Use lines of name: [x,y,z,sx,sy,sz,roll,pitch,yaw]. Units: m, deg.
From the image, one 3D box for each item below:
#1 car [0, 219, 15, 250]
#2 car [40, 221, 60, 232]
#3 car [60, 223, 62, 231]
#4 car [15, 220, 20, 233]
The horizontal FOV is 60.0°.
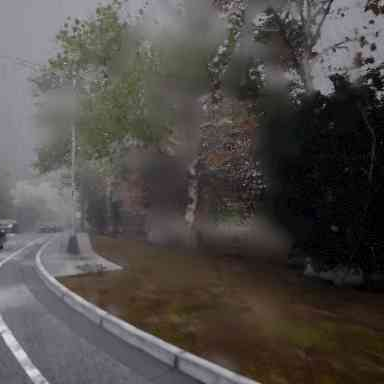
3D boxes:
car: [-9.304,1.968,14.125,2.033,1.411,5.357,1,-3,-19]
car: [-20.325,5.007,47.184,1.895,1.301,4.718,1,-6,-18]
car: [-23.427,5.755,56.679,2.097,1.767,4.553,0,-6,-17]
car: [-20.784,3.794,37.227,2.097,1.767,4.553,1,-6,-18]
